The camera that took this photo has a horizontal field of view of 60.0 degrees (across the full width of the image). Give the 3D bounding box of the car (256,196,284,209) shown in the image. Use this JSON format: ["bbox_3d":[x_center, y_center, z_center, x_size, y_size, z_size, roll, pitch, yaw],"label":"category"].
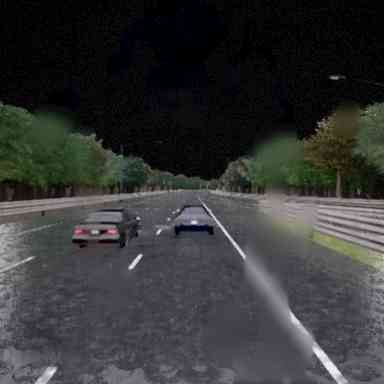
[{"bbox_3d":[9.184,1.217,39.446,1.882,1.535,5.008,0,0,-11],"label":"car"}]

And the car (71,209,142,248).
[{"bbox_3d":[-3.395,1.432,14.148,2.033,1.411,5.357,0,0,0],"label":"car"}]

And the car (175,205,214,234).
[{"bbox_3d":[0.104,1.417,18.037,1.994,1.385,4.181,0,0,0],"label":"car"}]
